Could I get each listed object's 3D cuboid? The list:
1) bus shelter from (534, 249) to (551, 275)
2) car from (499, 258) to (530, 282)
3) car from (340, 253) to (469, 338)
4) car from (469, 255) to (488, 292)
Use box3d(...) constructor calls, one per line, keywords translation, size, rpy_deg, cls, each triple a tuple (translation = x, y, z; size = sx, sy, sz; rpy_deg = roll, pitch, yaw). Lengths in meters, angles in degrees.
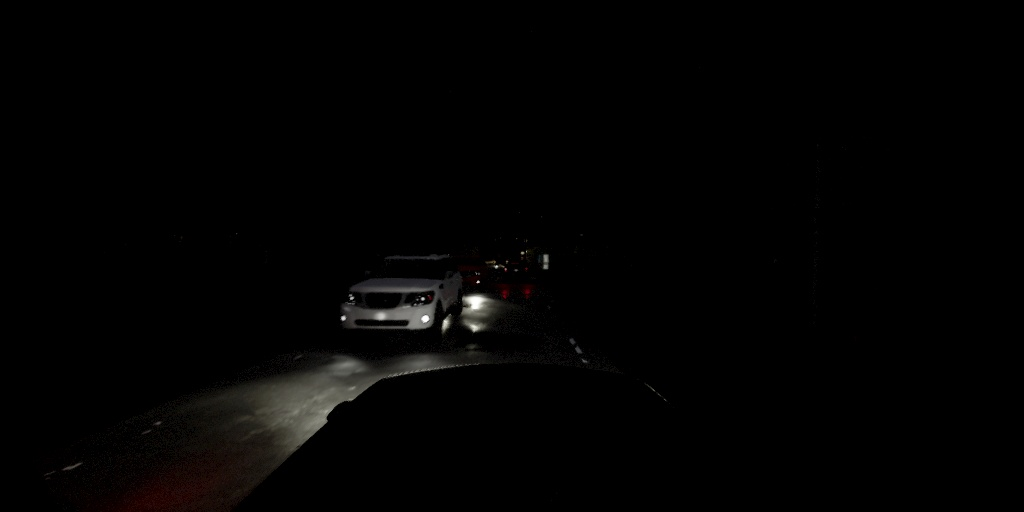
box3d(translation=(3.443, 0.590, 39.218), size=(1.920, 2.740, 3.880), rpy_deg=(0, 0, 1), cls="bus shelter")
box3d(translation=(0.328, 1.065, 28.581), size=(2.097, 1.767, 4.553), rpy_deg=(0, 0, 0), cls="car")
box3d(translation=(-2.785, 0.941, 10.467), size=(2.150, 2.045, 5.566), rpy_deg=(0, 0, 1), cls="car")
box3d(translation=(-2.672, 0.928, 21.519), size=(2.150, 2.045, 5.566), rpy_deg=(0, 0, 0), cls="car")
